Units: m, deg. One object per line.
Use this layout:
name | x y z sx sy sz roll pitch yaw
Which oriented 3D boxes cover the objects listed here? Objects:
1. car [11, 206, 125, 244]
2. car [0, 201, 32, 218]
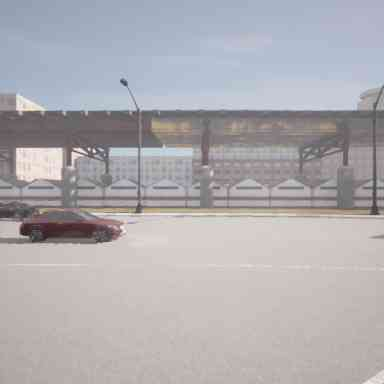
car | -5.453 1.534 15.395 4.674 1.442 1.812 0 0 1
car | -14.758 1.513 26.311 4.892 1.490 1.837 0 0 -1
